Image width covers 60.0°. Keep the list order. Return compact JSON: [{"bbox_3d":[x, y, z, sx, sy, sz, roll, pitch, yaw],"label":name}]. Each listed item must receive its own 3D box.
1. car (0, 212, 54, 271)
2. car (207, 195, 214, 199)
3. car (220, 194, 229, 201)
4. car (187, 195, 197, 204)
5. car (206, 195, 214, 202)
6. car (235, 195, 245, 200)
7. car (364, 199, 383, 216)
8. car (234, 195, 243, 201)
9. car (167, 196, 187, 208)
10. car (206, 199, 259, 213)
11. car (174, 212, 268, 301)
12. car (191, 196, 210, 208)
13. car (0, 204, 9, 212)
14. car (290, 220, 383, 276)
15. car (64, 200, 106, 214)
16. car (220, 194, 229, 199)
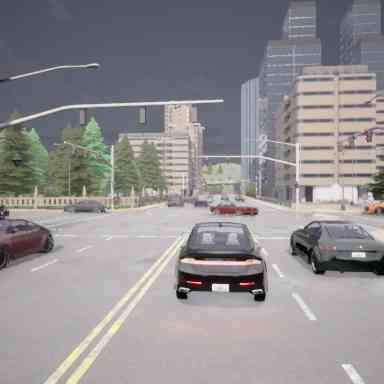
[{"bbox_3d":[-6.302,1.564,10.808,1.994,1.385,4.181,0,0,5],"label":"car"},{"bbox_3d":[2.795,1.601,64.374,1.895,1.301,4.718,0,0,6],"label":"car"},{"bbox_3d":[8.409,1.353,85.751,2.097,1.767,4.553,0,0,5],"label":"car"},{"bbox_3d":[-0.794,1.547,63.685,2.033,1.411,5.357,0,0,6],"label":"car"},{"bbox_3d":[4.283,1.488,79.405,1.837,1.490,4.892,0,0,5],"label":"car"},{"bbox_3d":[11.002,1.591,76.141,1.895,1.301,4.718,0,0,5],"label":"car"},{"bbox_3d":[19.180,1.352,32.156,4.553,1.767,2.097,0,0,7],"label":"car"},{"bbox_3d":[11.896,1.537,85.447,2.033,1.411,5.357,0,0,5],"label":"car"},{"bbox_3d":[-2.368,1.564,47.775,1.994,1.385,4.181,0,0,6],"label":"car"},{"bbox_3d":[3.788,1.601,30.448,1.895,1.301,4.718,0,0,-38],"label":"car"},{"bbox_3d":[0.710,1.492,8.339,2.128,1.511,4.902,0,0,5],"label":"car"},{"bbox_3d":[1.313,1.601,49.490,1.895,1.301,4.718,0,0,6],"label":"car"},{"bbox_3d":[-16.619,1.221,24.784,5.566,2.045,2.150,0,0,7],"label":"car"},{"bbox_3d":[4.404,1.564,10.446,1.994,1.385,4.181,0,0,5],"label":"car"},{"bbox_3d":[-11.198,1.564,34.968,4.181,1.385,1.994,0,0,-1],"label":"car"},{"bbox_3d":[7.612,1.549,77.449,1.994,1.385,4.181,0,0,5],"label":"car"}]
